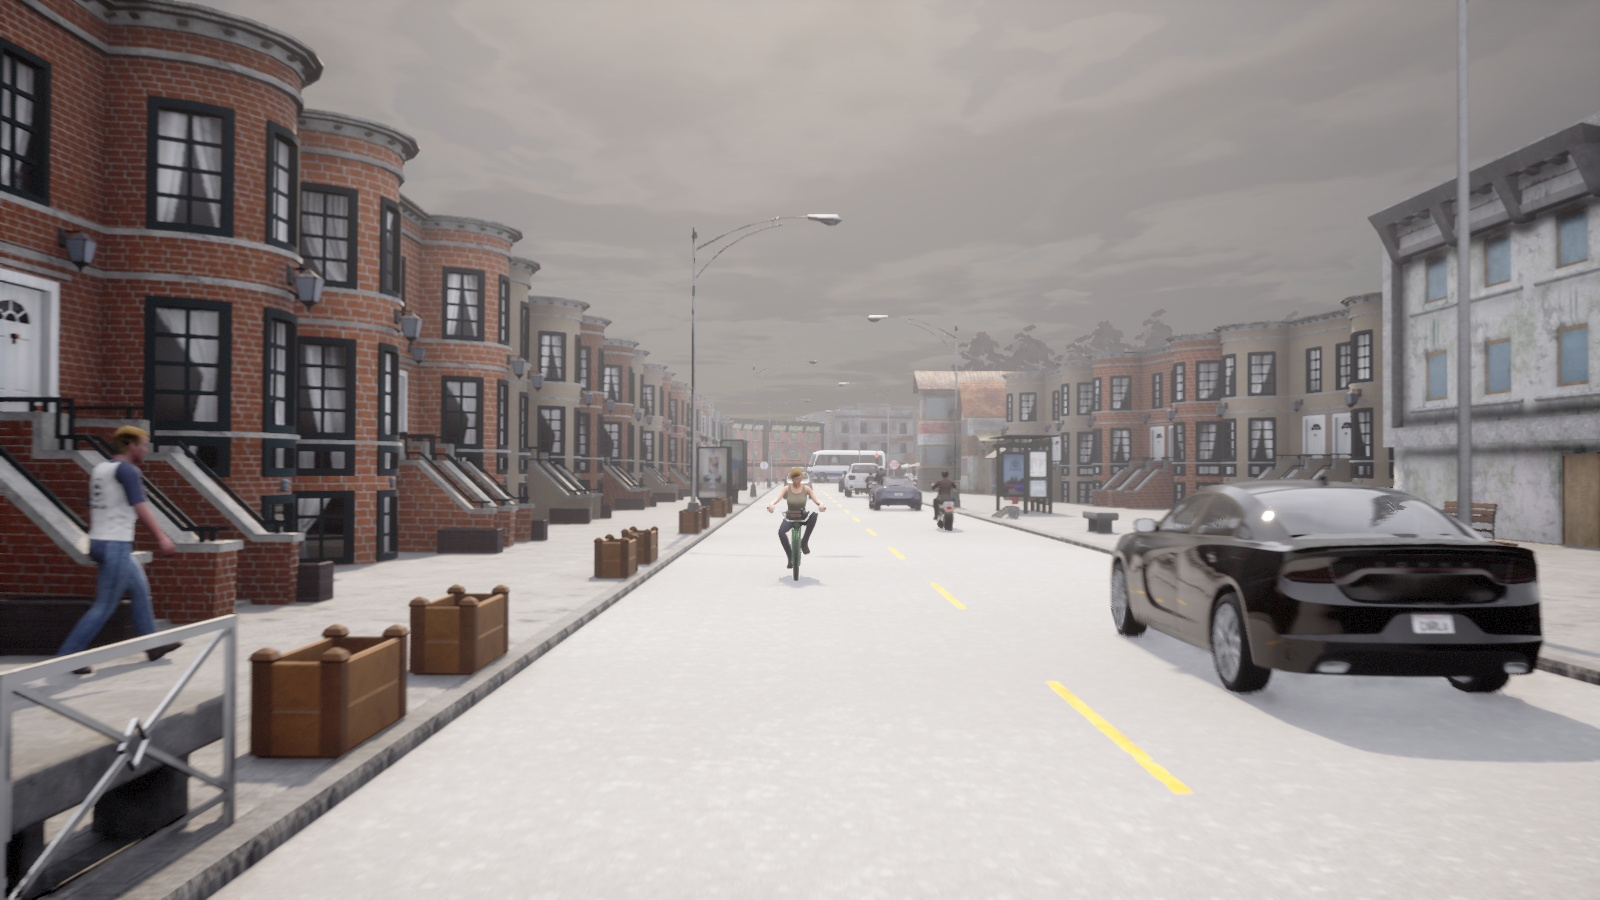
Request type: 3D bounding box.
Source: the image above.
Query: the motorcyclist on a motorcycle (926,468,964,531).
[{"bbox_3d":[3.934,1.323,34.281,0.766,1.649,2.350,0,-1,0],"label":"motorcyclist on a motorcycle"}]

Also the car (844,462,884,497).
[{"bbox_3d":[3.896,1.809,77.103,2.150,2.045,5.566,0,-1,0],"label":"car"}]

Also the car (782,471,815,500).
[{"bbox_3d":[-0.096,1.970,70.258,1.789,1.549,3.705,0,-1,0],"label":"car"}]

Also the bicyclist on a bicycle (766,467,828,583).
[{"bbox_3d":[-0.042,1.056,18.225,0.866,1.612,1.509,0,-1,0],"label":"bicyclist on a bicycle"}]

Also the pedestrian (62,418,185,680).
[{"bbox_3d":[-4.934,0.698,9.175,0.354,1.836,0.706,-1,-1,42],"label":"pedestrian"}]

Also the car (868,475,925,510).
[{"bbox_3d":[3.920,1.729,51.749,1.994,1.385,4.181,0,-1,0],"label":"car"}]

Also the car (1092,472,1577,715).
[{"bbox_3d":[3.972,0.952,10.474,1.882,1.535,5.008,0,-1,0],"label":"car"}]
